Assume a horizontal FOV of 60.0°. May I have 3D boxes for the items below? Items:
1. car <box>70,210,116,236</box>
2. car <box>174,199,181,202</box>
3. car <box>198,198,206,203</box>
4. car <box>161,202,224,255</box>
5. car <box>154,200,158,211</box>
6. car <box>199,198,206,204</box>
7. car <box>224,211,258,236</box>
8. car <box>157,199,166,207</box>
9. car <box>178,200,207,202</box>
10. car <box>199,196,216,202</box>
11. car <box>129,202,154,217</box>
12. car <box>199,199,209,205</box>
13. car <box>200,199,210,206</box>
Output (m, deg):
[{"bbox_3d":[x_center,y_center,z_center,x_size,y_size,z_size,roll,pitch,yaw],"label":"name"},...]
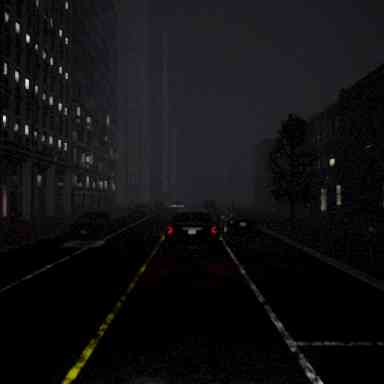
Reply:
[{"bbox_3d":[-5.674,1.750,19.597,1.947,1.339,4.313,1,-1,0],"label":"car"},{"bbox_3d":[-2.984,2.191,71.811,1.994,1.385,4.181,0,0,0],"label":"car"},{"bbox_3d":[2.724,2.348,91.022,2.008,1.369,4.403,1,0,0],"label":"car"},{"bbox_3d":[0.006,1.484,14.089,2.097,1.767,4.553,0,-1,0],"label":"car"},{"bbox_3d":[-5.669,1.965,41.779,1.802,1.307,4.206,1,-1,0],"label":"car"},{"bbox_3d":[2.723,2.279,85.714,1.752,1.417,4.829,1,0,0],"label":"car"},{"bbox_3d":[2.707,1.750,19.597,1.947,1.339,4.313,1,-1,0],"label":"car"},{"bbox_3d":[-5.662,1.968,58.417,1.967,1.590,4.097,1,0,0],"label":"car"},{"bbox_3d":[0.011,1.764,29.299,2.128,1.511,4.902,0,0,0],"label":"car"},{"bbox_3d":[2.718,1.796,52.874,2.192,1.841,5.009,1,0,0],"label":"car"},{"bbox_3d":[-5.670,1.900,36.234,1.947,1.339,4.313,1,-1,0],"label":"car"},{"bbox_3d":[2.719,2.232,75.054,1.947,1.339,4.313,1,-1,0],"label":"car"},{"bbox_3d":[2.718,2.187,69.510,1.947,1.339,4.313,1,0,0],"label":"car"}]
